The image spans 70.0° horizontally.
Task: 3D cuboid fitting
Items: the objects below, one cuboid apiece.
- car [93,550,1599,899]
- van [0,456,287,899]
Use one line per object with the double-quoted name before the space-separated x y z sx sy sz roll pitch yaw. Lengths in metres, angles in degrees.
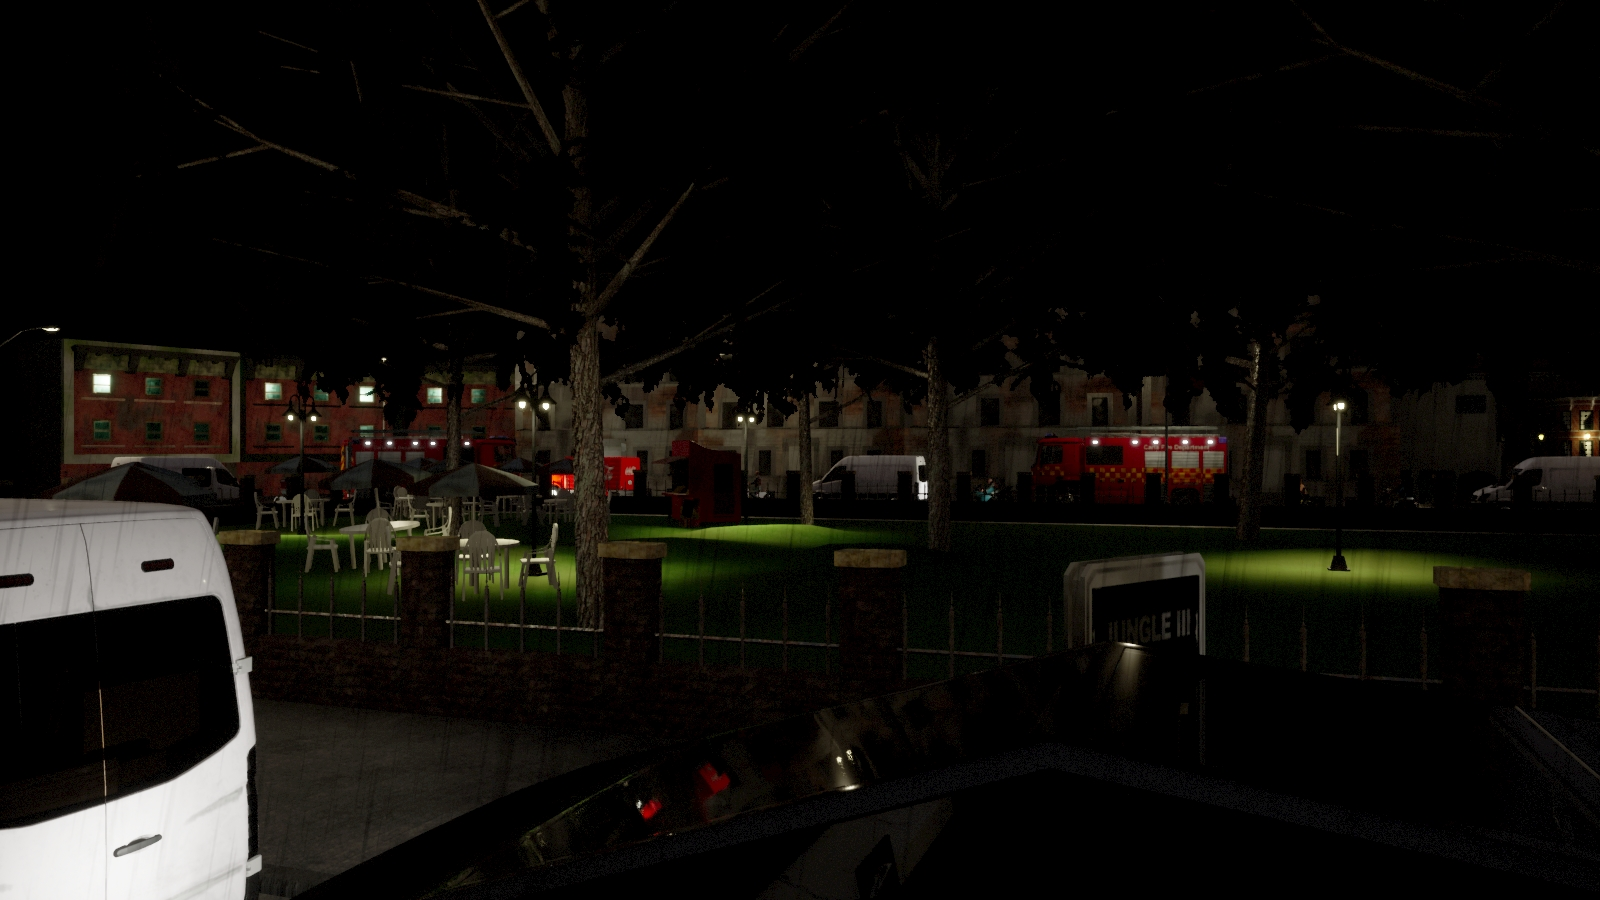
"car" 1.308 1.534 3.365 6.274 2.098 2.390 0 0 20
"van" -5.749 1.318 5.932 5.915 2.561 1.988 0 0 20
